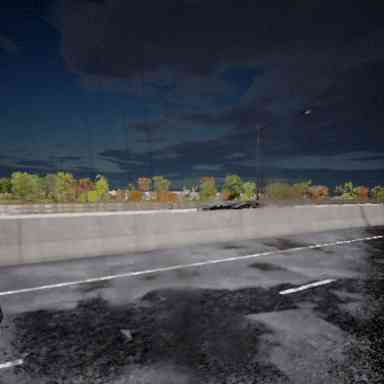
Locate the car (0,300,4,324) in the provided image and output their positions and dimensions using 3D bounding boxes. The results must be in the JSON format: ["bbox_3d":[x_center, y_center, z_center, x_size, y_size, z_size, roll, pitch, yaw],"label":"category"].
[{"bbox_3d":[-4.960,1.556,4.503,4.181,1.385,1.994,0,0,-36],"label":"car"}]

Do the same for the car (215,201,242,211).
[{"bbox_3d":[4.702,1.601,28.570,4.892,1.490,1.837,0,0,-35],"label":"car"}]

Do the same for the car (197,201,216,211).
[{"bbox_3d":[2.707,1.569,31.445,4.902,1.511,2.128,0,0,-35],"label":"car"}]

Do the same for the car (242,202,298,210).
[{"bbox_3d":[6.702,1.623,25.698,5.357,1.411,2.033,0,0,-35],"label":"car"}]
